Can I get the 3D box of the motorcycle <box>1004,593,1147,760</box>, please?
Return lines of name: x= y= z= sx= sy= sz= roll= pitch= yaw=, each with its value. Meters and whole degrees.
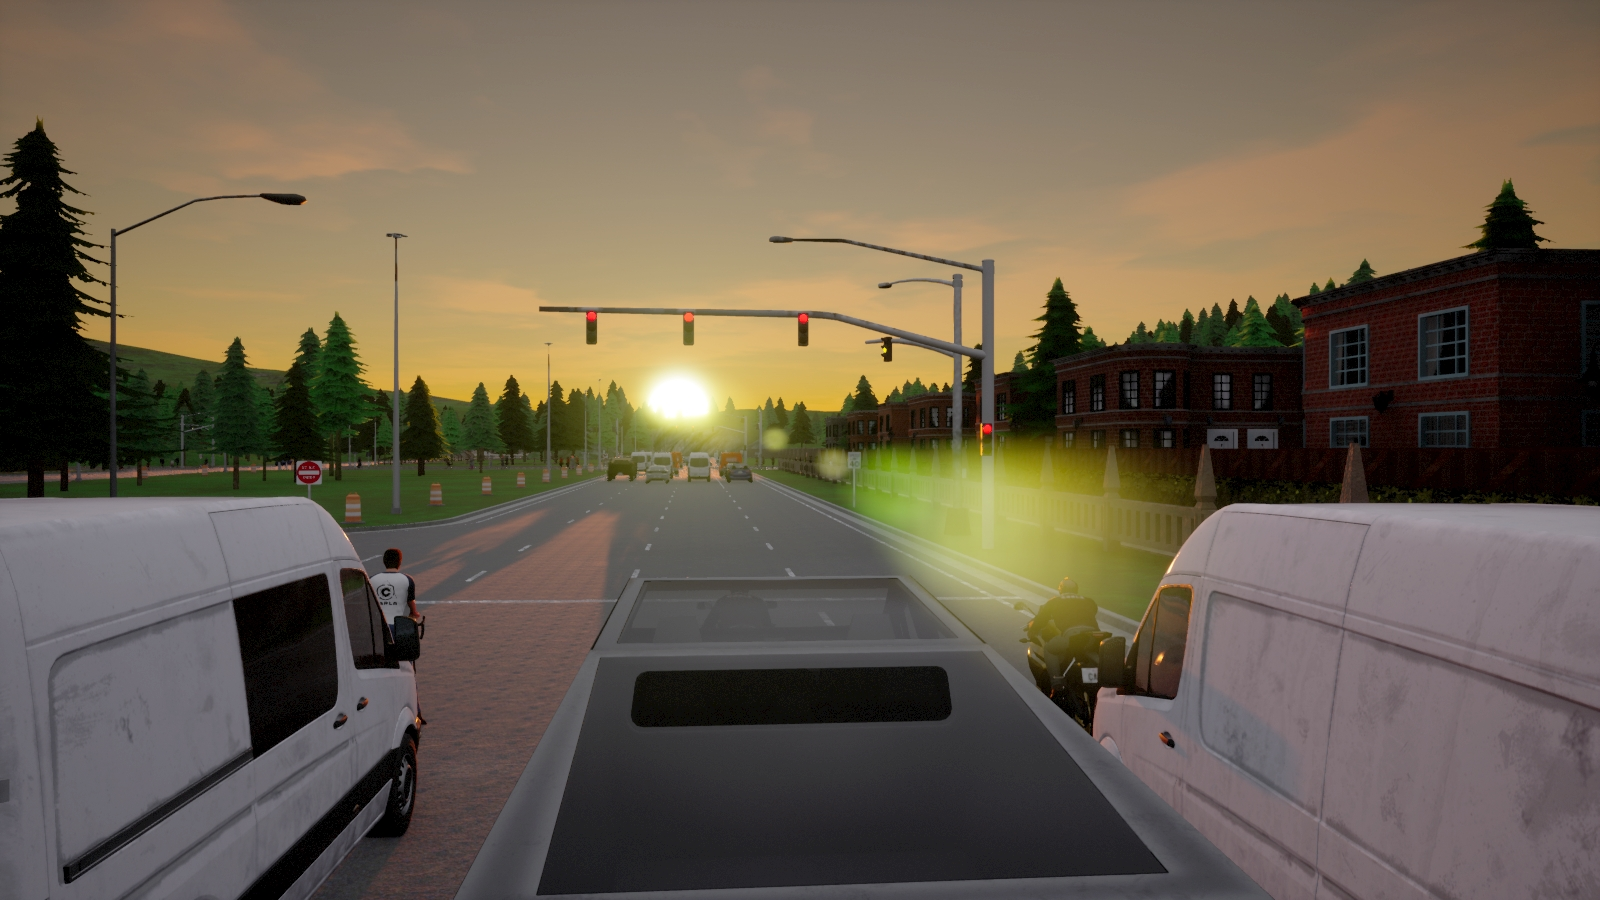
motorcycle: x=2.714 y=2.205 z=11.543 sx=0.867 sy=1.251 sz=2.209 roll=0 pitch=0 yaw=-2

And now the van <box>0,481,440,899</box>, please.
van: x=-3.677 y=1.534 z=6.378 sx=1.988 sy=2.561 sz=5.915 roll=0 pitch=0 yaw=-5

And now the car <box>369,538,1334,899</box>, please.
car: x=-0.117 y=1.754 z=5.929 sx=2.390 sy=2.098 sz=6.274 roll=0 pitch=0 yaw=-5

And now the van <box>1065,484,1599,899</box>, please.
van: x=3.020 y=1.534 z=5.590 sx=1.988 sy=2.561 sz=5.915 roll=0 pitch=0 yaw=-1

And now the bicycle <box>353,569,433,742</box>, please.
bicycle: x=-4.173 y=2.056 z=11.794 sx=0.373 sy=1.496 sz=1.643 roll=0 pitch=0 yaw=-5

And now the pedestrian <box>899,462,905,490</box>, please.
pedestrian: x=6.745 y=1.698 z=75.605 sx=0.375 sy=1.860 sz=0.375 roll=0 pitch=0 yaw=-5

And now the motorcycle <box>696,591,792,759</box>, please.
motorcycle: x=-0.613 y=2.205 z=11.622 sx=0.867 sy=1.251 sz=2.209 roll=0 pitch=0 yaw=-6
